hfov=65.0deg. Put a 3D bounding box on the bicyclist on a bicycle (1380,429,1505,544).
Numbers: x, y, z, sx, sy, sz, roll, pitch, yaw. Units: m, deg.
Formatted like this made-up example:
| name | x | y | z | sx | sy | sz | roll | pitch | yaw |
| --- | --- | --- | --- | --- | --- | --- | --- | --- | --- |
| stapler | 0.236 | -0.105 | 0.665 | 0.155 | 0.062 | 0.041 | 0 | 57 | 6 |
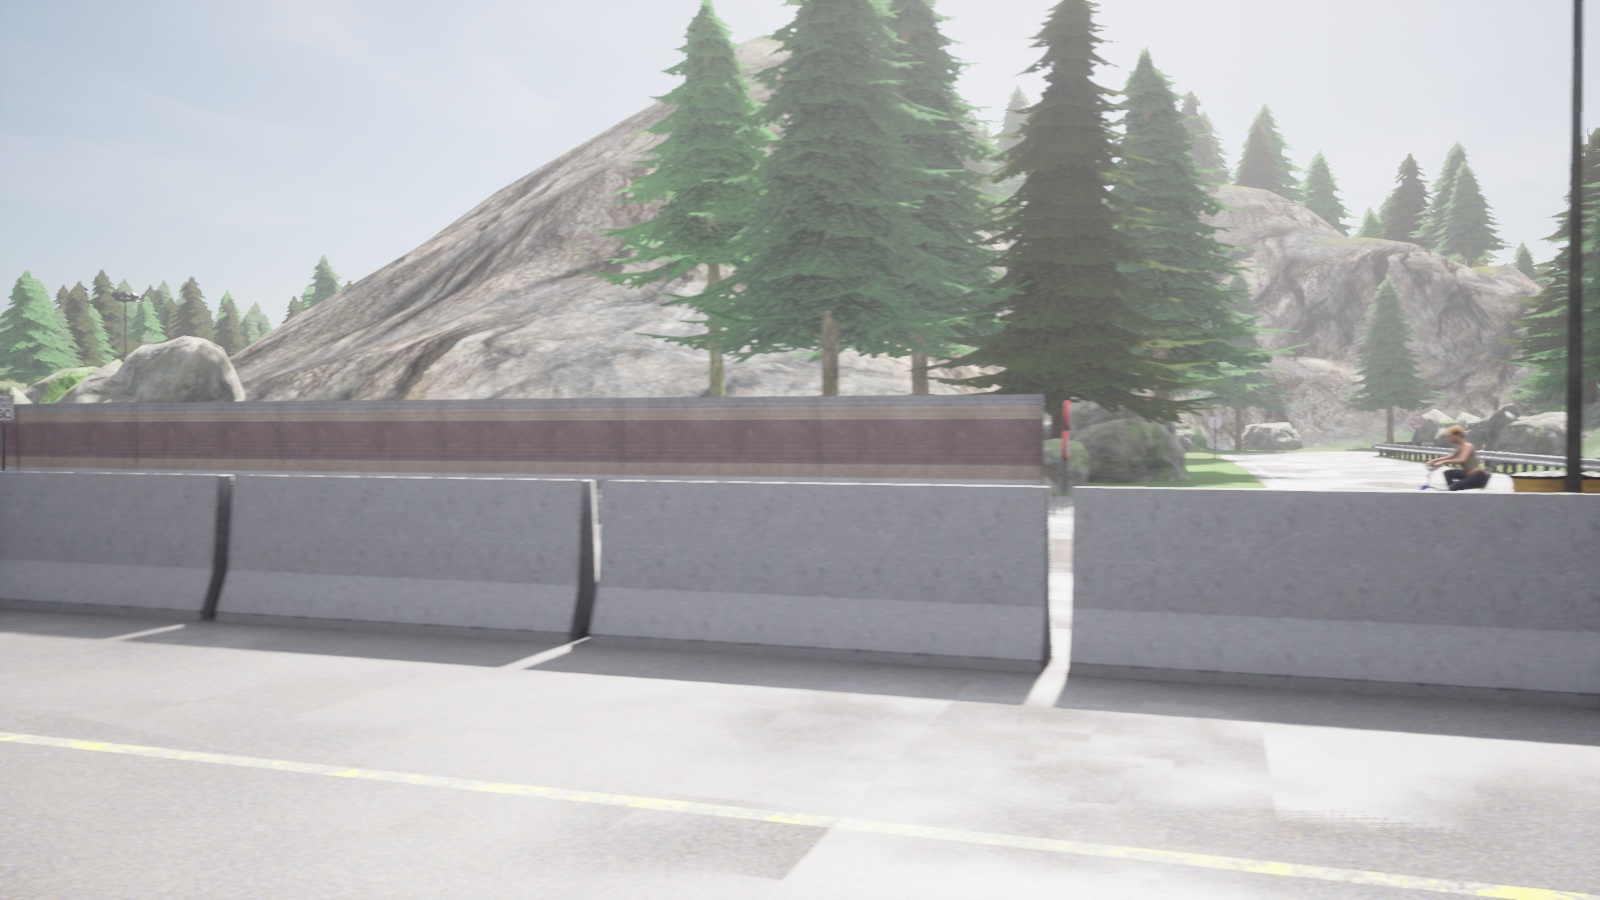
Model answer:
| name | x | y | z | sx | sy | sz | roll | pitch | yaw |
| --- | --- | --- | --- | --- | --- | --- | --- | --- | --- |
| bicyclist on a bicycle | 9.426 | 0.510 | 18.488 | 1.509 | 1.612 | 0.866 | 1 | 1 | 18 |
